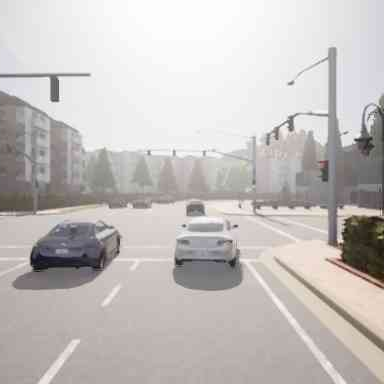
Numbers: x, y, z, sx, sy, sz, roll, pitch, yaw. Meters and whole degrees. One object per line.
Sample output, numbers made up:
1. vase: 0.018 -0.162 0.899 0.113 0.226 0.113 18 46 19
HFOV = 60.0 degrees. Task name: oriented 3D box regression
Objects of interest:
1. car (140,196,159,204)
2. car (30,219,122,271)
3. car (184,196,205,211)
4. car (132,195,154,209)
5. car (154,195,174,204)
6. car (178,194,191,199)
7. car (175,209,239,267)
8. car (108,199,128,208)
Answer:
1. car: -8.181 1.586 64.353 1.994 1.385 4.181 0 0 17
2. car: -3.582 1.568 10.946 1.994 1.385 4.181 0 0 -2
3. car: 0.314 1.517 34.703 1.837 1.490 4.892 0 0 -1
4. car: -6.975 1.368 46.310 2.097 1.767 4.553 0 0 1
5. car: -4.999 1.374 62.813 2.097 1.767 4.553 0 0 16
6. car: -1.381 1.167 78.068 1.812 1.442 4.674 0 0 35
7. car: 0.593 1.530 11.325 1.812 1.442 4.674 0 0 7
8. car: -10.497 1.618 47.207 1.895 1.301 4.718 0 0 1
